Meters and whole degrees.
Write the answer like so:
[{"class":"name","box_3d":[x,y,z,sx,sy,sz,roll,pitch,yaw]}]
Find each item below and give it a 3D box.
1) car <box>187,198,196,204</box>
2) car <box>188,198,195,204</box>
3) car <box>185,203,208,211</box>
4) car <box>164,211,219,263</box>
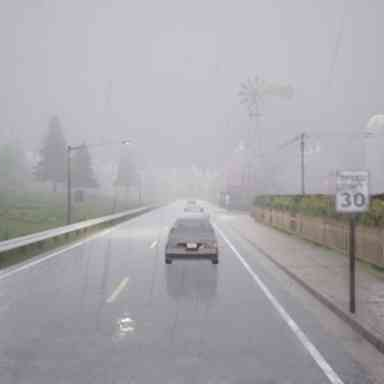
[{"class":"car","box_3d":[-0.024,2.355,79.443,2.128,1.511,4.902,0,-1,0]},{"class":"car","box_3d":[-0.027,2.306,89.821,1.837,1.490,4.892,0,-1,0]},{"class":"car","box_3d":[0.371,1.896,28.142,1.895,1.301,4.718,0,-1,11]},{"class":"car","box_3d":[0.008,1.680,12.521,2.033,1.411,5.357,0,-1,0]}]
